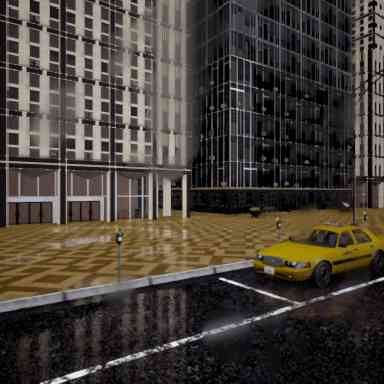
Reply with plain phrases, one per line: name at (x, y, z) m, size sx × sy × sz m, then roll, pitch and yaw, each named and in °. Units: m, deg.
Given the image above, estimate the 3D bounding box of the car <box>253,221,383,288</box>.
car at (3.784, 1.525, 9.246) m, size 4.829 × 1.417 × 1.752 m, roll 0°, pitch 0°, yaw -35°
